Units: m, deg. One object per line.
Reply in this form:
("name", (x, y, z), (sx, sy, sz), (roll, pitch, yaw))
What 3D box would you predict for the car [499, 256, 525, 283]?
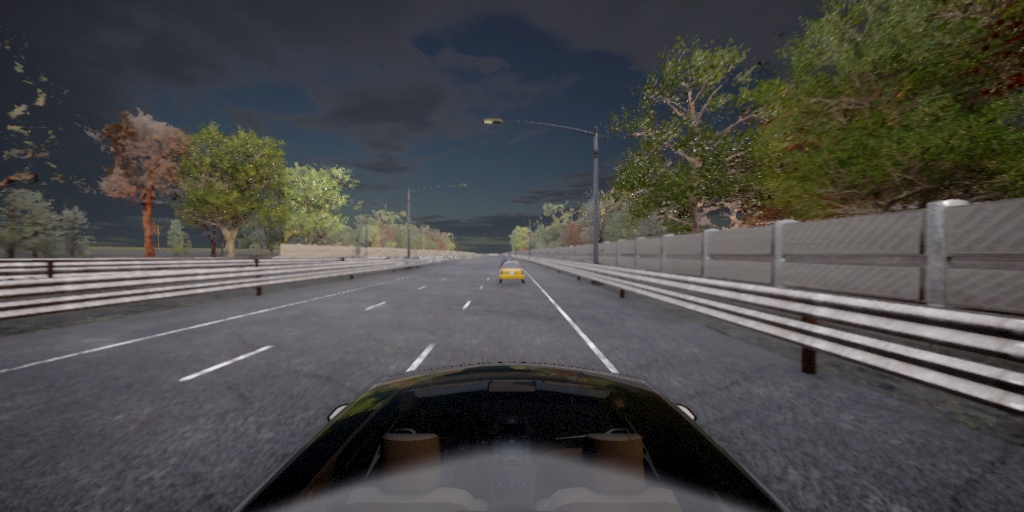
("car", (-0.024, 1.046, 25.981), (1.801, 1.575, 5.366), (0, 0, 0))
